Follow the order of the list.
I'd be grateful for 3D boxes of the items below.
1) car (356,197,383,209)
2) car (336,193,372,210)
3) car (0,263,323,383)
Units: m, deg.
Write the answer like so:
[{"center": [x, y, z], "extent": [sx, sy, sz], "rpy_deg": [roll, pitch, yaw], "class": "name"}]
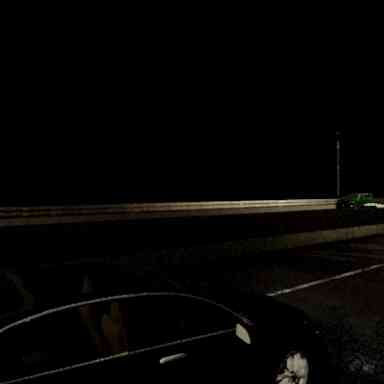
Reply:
[{"center": [19.861, 1.539, 35.342], "extent": [4.718, 1.301, 1.895], "rpy_deg": [0, 0, -35], "class": "car"}, {"center": [19.329, 1.156, 39.256], "extent": [5.566, 2.045, 2.150], "rpy_deg": [0, 0, -35], "class": "car"}, {"center": [-0.689, 1.497, 3.250], "extent": [4.892, 1.490, 1.837], "rpy_deg": [2, -1, -36], "class": "car"}]
